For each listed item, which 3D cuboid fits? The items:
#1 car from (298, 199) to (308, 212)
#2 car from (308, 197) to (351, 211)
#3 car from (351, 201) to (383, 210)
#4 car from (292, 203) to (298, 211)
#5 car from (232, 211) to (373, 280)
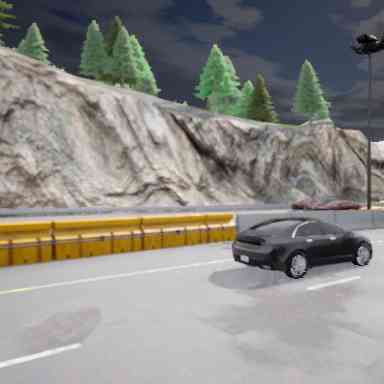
[{"bbox_3d":[14.173,1.393,35.555,4.553,1.767,2.097,0,0,-23],"label":"car"},{"bbox_3d":[13.832,1.520,31.594,5.008,1.535,1.882,0,0,-24],"label":"car"},{"bbox_3d":[16.729,1.535,29.065,5.008,1.535,1.882,0,0,-24],"label":"car"},{"bbox_3d":[14.110,1.516,39.365,5.008,1.535,1.882,0,0,-23],"label":"car"},{"bbox_3d":[3.445,1.513,10.028,4.892,1.490,1.837,0,0,-32],"label":"car"}]
